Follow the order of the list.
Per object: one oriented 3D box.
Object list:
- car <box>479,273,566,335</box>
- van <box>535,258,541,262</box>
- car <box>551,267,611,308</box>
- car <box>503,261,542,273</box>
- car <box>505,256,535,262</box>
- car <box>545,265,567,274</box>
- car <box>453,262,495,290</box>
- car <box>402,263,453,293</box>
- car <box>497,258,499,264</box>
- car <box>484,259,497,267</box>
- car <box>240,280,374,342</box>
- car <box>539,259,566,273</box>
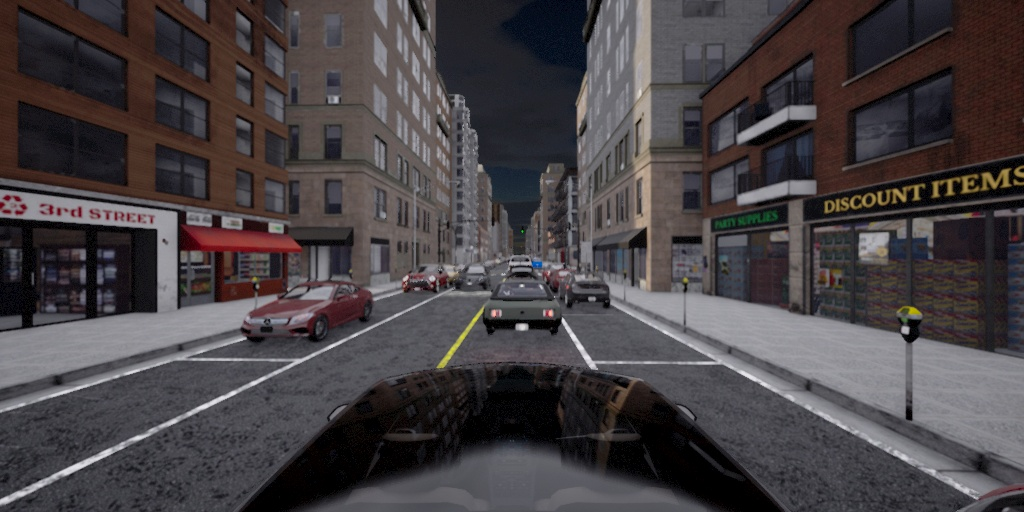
[{"bbox_3d":[0.294,1.362,10.538,1.895,1.301,4.718,0,0,1],"label":"car"},{"bbox_3d":[4.057,1.160,58.736,1.690,1.789,3.998,0,0,1],"label":"van"},{"bbox_3d":[2.945,1.317,15.112,2.007,1.370,4.403,0,0,1],"label":"car"},{"bbox_3d":[0.566,1.281,21.249,1.837,1.490,4.892,0,0,1],"label":"car"},{"bbox_3d":[0.786,1.008,33.774,2.150,2.045,5.566,0,0,1],"label":"car"},{"bbox_3d":[3.086,1.356,20.629,1.802,1.307,4.207,0,0,1],"label":"car"},{"bbox_3d":[-2.340,1.302,22.630,1.812,1.442,4.674,0,0,2],"label":"car"},{"bbox_3d":[-4.937,1.214,20.826,1.967,1.591,4.097,0,0,1],"label":"car"},{"bbox_3d":[-3.821,1.372,64.611,1.888,1.381,4.507,0,0,1],"label":"car"},{"bbox_3d":[-3.966,1.370,58.932,2.007,1.370,4.403,0,0,1],"label":"car"},{"bbox_3d":[-5.218,1.342,9.792,1.802,1.307,4.207,0,0,1],"label":"car"},{"bbox_3d":[3.227,1.220,26.146,1.967,1.591,4.097,0,0,1],"label":"car"}]
